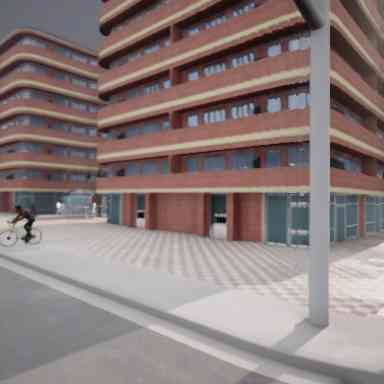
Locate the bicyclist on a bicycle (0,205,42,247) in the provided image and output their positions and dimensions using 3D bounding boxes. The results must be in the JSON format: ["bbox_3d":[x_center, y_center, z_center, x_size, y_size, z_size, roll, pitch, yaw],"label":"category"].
[{"bbox_3d":[-6.781,1.344,13.273,0.582,1.620,1.656,1,-1,42],"label":"bicyclist on a bicycle"}]
